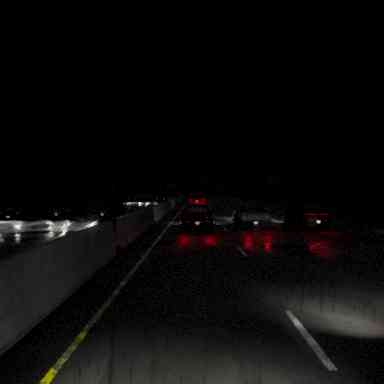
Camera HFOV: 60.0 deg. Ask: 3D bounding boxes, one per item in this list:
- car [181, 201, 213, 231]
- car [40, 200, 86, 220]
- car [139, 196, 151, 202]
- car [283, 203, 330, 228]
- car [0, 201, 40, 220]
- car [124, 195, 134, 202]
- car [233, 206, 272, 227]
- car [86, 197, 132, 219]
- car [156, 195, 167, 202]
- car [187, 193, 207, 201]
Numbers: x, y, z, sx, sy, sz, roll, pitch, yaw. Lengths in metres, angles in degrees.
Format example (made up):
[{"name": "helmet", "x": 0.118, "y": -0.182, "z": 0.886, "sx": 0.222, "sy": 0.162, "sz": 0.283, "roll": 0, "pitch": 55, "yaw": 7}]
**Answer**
[{"name": "car", "x": 0.309, "y": 1.480, "z": 20.123, "sx": 1.812, "sy": 1.442, "sz": 4.674, "roll": 0, "pitch": 0, "yaw": 1}, {"name": "car", "x": -10.283, "y": 1.423, "z": 27.707, "sx": 2.128, "sy": 1.511, "sz": 4.902, "roll": 0, "pitch": 0, "yaw": 1}, {"name": "car", "x": -9.678, "y": 1.450, "z": 68.207, "sx": 1.895, "sy": 1.301, "sz": 4.718, "roll": 0, "pitch": 0, "yaw": 1}, {"name": "car", "x": 7.340, "y": 1.460, "z": 21.614, "sx": 1.837, "sy": 1.490, "sz": 4.892, "roll": 0, "pitch": 0, "yaw": 1}, {"name": "car", "x": -13.786, "y": 1.477, "z": 27.630, "sx": 2.033, "sy": 1.411, "sz": 5.357, "roll": 0, "pitch": 0, "yaw": 1}, {"name": "car", "x": -13.178, "y": 1.377, "z": 68.281, "sx": 1.812, "sy": 1.442, "sz": 4.674, "roll": 0, "pitch": 0, "yaw": 1}, {"name": "car", "x": 3.845, "y": 1.553, "z": 22.046, "sx": 1.895, "sy": 1.301, "sz": 4.718, "roll": 0, "pitch": 0, "yaw": 1}, {"name": "car", "x": -6.784, "y": 1.425, "z": 27.674, "sx": 2.128, "sy": 1.511, "sz": 4.902, "roll": 0, "pitch": 0, "yaw": 1}, {"name": "car", "x": -6.180, "y": 1.334, "z": 68.204, "sx": 1.882, "sy": 1.535, "sz": 5.008, "roll": 0, "pitch": 0, "yaw": 1}, {"name": "car", "x": 0.564, "y": 1.134, "z": 38.598, "sx": 2.150, "sy": 2.045, "sz": 5.566, "roll": 0, "pitch": 0, "yaw": 1}]
